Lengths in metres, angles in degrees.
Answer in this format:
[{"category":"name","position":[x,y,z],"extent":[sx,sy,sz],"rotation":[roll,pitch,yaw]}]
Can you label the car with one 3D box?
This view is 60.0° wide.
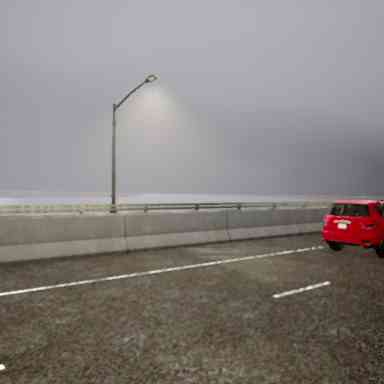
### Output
[{"category":"car","position":[7.620,1.347,13.565],"extent":[5.566,2.045,2.150],"rotation":[0,0,-35]}]
